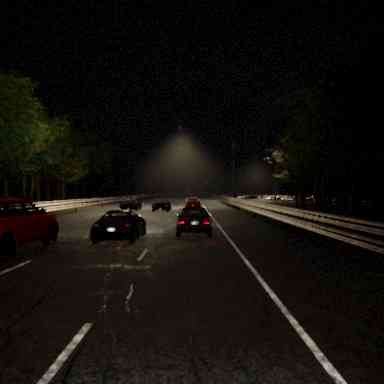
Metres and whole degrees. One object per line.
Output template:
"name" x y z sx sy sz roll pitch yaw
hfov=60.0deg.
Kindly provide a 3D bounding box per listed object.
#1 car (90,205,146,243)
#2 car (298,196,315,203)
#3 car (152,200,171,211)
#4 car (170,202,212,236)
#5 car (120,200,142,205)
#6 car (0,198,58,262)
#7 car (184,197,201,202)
"car" -3.399 1.546 15.975 1.994 1.385 4.181 0 0 0
"car" 24.960 1.629 72.147 1.994 1.385 4.181 0 1 -42
"car" -3.400 1.513 38.051 1.895 1.301 4.718 0 0 0
"car" 0.100 1.526 18.359 2.033 1.411 5.357 0 0 0
"car" -6.900 1.513 38.060 1.895 1.301 4.718 0 0 0
"car" -6.901 1.209 12.133 2.150 2.045 5.566 0 0 0
"car" 0.099 1.376 40.966 1.882 1.535 5.008 0 0 0
